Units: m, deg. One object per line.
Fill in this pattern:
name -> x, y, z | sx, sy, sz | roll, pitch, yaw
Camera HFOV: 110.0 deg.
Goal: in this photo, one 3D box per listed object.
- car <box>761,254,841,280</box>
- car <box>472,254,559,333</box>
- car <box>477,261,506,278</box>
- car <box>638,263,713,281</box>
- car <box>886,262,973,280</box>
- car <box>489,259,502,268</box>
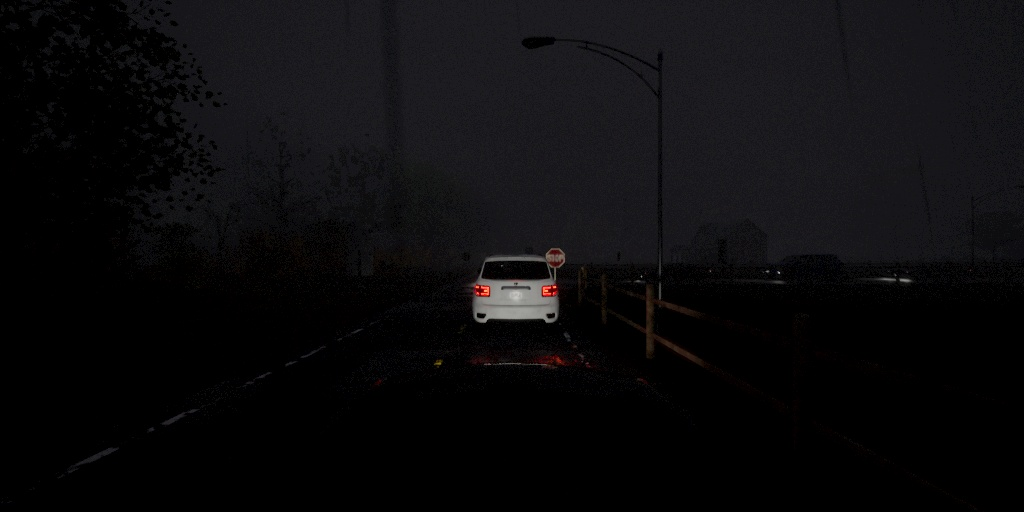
car -> 23.220, 0.872, 28.768 | 5.566, 2.045, 2.150 | 0, 0, -1
car -> 0.098, 0.971, 10.831 | 2.150, 2.045, 5.566 | 0, 0, 0
car -> -2.101, 1.231, 34.398 | 2.128, 1.511, 4.902 | 0, 0, -11
car -> 12.993, 1.243, 28.620 | 5.357, 1.411, 2.033 | 0, 0, 0
car -> 33.647, 1.153, 28.930 | 5.357, 1.411, 2.033 | 0, 0, 0
car -> -2.791, 1.224, 61.413 | 1.812, 1.442, 4.674 | 0, 0, 0
